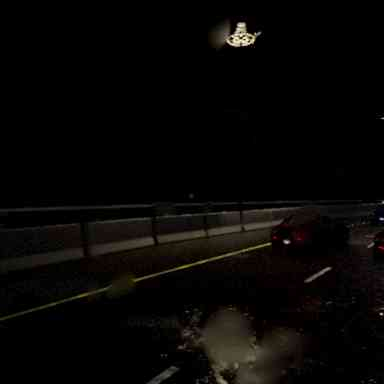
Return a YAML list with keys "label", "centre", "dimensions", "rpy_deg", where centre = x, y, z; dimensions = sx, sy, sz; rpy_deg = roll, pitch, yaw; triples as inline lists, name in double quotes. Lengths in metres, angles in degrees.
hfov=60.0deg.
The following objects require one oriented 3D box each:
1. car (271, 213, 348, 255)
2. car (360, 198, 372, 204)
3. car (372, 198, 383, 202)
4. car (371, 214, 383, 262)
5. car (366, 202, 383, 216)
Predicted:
- label: "car"
  centre: [4.886, 1.589, 13.623]
  dimensions: [1.812, 1.442, 4.674]
  rpy_deg: [0, 0, 41]
- label: "car"
  centre: [35.744, 1.922, 66.930]
  dimensions: [4.181, 1.385, 1.994]
  rpy_deg: [0, 0, -32]
- label: "car"
  centre: [37.300, 1.891, 63.777]
  dimensions: [4.674, 1.442, 1.812]
  rpy_deg: [0, 0, -32]
- label: "car"
  centre: [7.614, 1.595, 11.430]
  dimensions: [1.812, 1.442, 4.674]
  rpy_deg: [0, 0, 41]
- label: "car"
  centre: [14.646, 1.667, 24.343]
  dimensions: [4.674, 1.442, 1.812]
  rpy_deg: [0, 0, -44]
